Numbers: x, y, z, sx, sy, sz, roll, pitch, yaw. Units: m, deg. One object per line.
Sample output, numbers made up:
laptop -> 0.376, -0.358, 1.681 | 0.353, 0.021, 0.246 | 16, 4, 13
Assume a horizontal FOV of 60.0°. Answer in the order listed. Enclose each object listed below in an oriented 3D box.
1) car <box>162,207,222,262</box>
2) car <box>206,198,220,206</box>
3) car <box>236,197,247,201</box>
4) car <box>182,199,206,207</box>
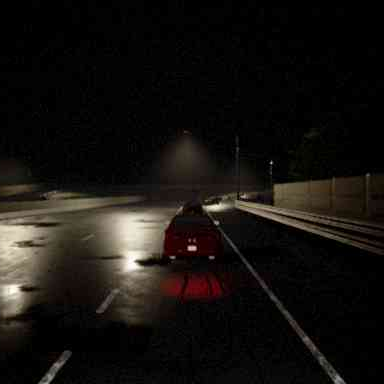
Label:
car -> 0.004, 1.521, 12.311 | 1.882, 1.535, 5.008 | 0, 0, 0
car -> 3.408, 1.692, 57.543 | 2.128, 1.511, 4.902 | -1, 0, 21
car -> 10.970, 1.851, 74.644 | 1.882, 1.535, 5.008 | 0, 0, 22
car -> 0.055, 1.590, 31.552 | 1.882, 1.535, 5.008 | 0, 0, 0
